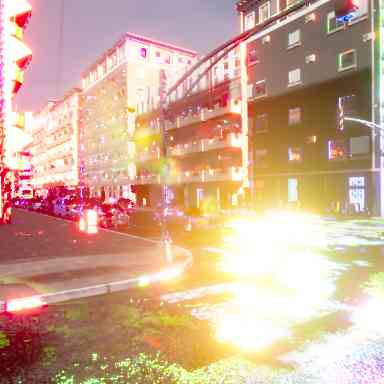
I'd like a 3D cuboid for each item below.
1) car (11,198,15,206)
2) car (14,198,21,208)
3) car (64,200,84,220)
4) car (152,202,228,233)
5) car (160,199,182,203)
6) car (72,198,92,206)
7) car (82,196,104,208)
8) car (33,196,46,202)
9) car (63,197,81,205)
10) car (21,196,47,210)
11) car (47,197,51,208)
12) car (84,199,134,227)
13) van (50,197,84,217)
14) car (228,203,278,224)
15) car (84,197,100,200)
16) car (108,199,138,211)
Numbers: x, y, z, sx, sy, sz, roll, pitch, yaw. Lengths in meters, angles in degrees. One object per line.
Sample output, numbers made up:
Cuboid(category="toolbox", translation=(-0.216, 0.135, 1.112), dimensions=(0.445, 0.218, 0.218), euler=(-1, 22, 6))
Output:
Cuboid(category="car", translation=(-31.800, 1.782, 59.843), dimensions=(1.887, 1.381, 4.507), euler=(-1, 1, -36))
Cuboid(category="car", translation=(-25.330, 1.769, 50.862), dimensions=(1.947, 1.339, 4.313), euler=(-1, 1, -36))
Cuboid(category="car", translation=(-9.058, 1.652, 28.271), dimensions=(1.752, 1.417, 4.829), euler=(-1, 1, -36))
Cuboid(category="car", translation=(-0.461, 1.606, 20.767), dimensions=(2.033, 1.411, 5.357), euler=(-1, 0, -36))
Cuboid(category="car", translation=(-2.359, 1.441, 33.305), dimensions=(1.967, 1.590, 4.097), euler=(-1, 1, -36))
Cuboid(category="car", translation=(-18.531, 1.643, 55.759), dimensions=(1.947, 1.339, 4.313), euler=(-1, 1, -36))
Cuboid(category="car", translation=(-15.298, 1.501, 51.267), dimensions=(1.967, 1.590, 4.097), euler=(-1, 1, -36))
Cuboid(category="car", translation=(-37.939, 1.727, 82.703), dimensions=(1.887, 1.381, 4.507), euler=(-1, 1, -36))
Cuboid(category="car", translation=(-21.766, 1.645, 60.250), dimensions=(2.008, 1.369, 4.403), euler=(-1, 1, -36))
Cuboid(category="car", translation=(-22.097, 1.627, 46.370), dimensions=(1.967, 1.590, 4.097), euler=(-1, 1, -36))
Cuboid(category="car", translation=(-20.679, 1.480, 49.001), dimensions=(1.812, 1.442, 4.674), euler=(-1, 0, -36))
Cuboid(category="car", translation=(-5.924, 1.552, 23.919), dimensions=(1.967, 1.590, 4.097), euler=(-1, 1, -36))
Cuboid(category="van", translation=(-12.394, 1.482, 32.898), dimensions=(1.690, 1.788, 3.998), euler=(-1, 1, -36))
Cuboid(category="car", translation=(4.012, 1.498, 24.464), dimensions=(1.752, 1.417, 4.829), euler=(-1, 1, -36))
Cuboid(category="car", translation=(-10.887, 1.598, 35.252), dimensions=(2.128, 1.511, 4.902), euler=(-1, 0, -36))
Cuboid(category="car", translation=(-8.827, 1.581, 42.287), dimensions=(2.008, 1.369, 4.403), euler=(-1, 1, -36))
